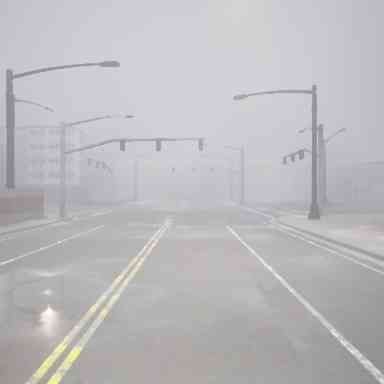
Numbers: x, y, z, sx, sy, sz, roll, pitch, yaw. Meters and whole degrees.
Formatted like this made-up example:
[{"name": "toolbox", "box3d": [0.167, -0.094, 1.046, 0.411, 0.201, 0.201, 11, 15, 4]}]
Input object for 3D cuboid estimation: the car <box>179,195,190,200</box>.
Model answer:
[{"name": "car", "box3d": [-2.160, 1.551, 90.799, 1.994, 1.385, 4.181, 0, 0, 19]}]
